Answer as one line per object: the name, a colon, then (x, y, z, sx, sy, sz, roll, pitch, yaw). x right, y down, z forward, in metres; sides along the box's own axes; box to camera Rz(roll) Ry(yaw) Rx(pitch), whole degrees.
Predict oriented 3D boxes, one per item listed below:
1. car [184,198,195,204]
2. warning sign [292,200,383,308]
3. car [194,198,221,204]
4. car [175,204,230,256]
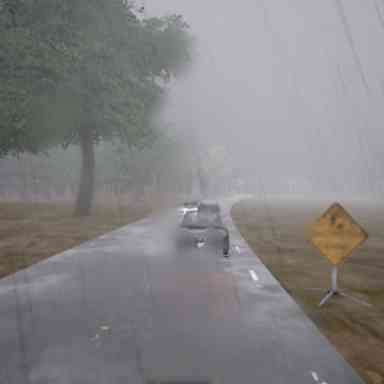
car: (0.088, 1.416, 44.897, 1.895, 1.301, 4.718, 0, 0, 8)
warning sign: (2.735, 1.102, 6.390, 1.300, 1.860, 1.060, 1, 1, 1)
car: (1.538, 1.373, 29.587, 1.882, 1.535, 5.008, 0, 0, 5)
car: (0.420, 1.456, 12.946, 2.128, 1.511, 4.902, 0, 0, 2)
